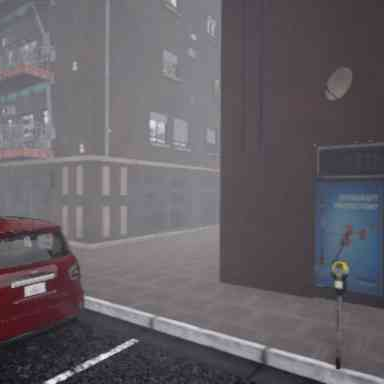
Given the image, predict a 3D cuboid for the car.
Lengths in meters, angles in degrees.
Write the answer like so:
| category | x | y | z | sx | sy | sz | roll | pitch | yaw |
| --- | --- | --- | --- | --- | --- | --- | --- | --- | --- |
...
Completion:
| category | x | y | z | sx | sy | sz | roll | pitch | yaw |
| --- | --- | --- | --- | --- | --- | --- | --- | --- | --- |
| car | -3.965 | 1.353 | 5.686 | 5.009 | 1.841 | 2.192 | 0 | 1 | 36 |
